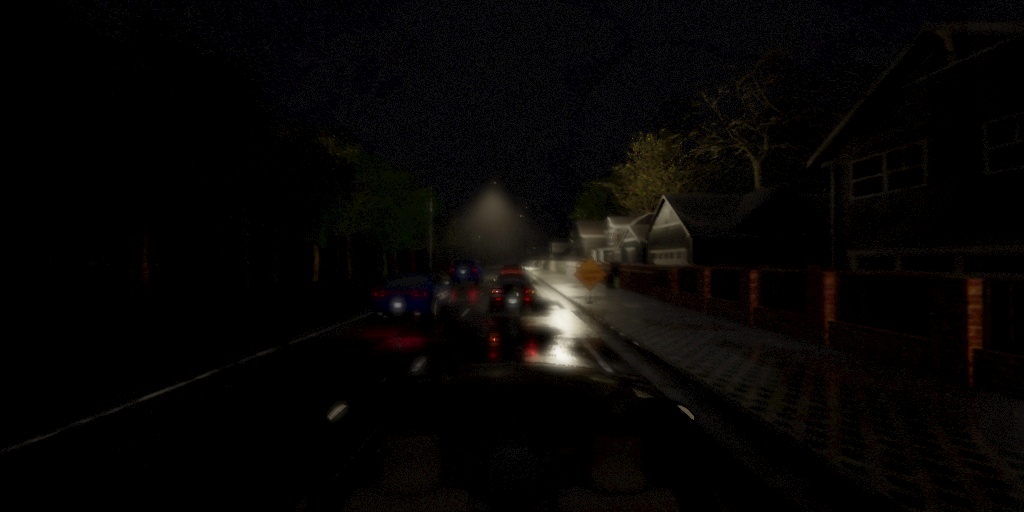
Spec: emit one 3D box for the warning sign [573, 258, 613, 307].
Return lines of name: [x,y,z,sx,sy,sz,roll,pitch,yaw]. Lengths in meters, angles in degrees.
warning sign: [3.049,1.002,13.971,1.300,1.860,1.060,0,0,0]

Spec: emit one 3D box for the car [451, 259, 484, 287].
car: [-3.464,1.265,28.120,2.150,2.045,5.566,0,0,1]

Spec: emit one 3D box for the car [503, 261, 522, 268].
car: [0.046,1.404,29.127,2.097,1.767,4.553,0,-1,0]

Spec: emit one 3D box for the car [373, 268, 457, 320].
car: [-3.465,1.356,13.282,1.882,1.535,5.008,0,-1,0]

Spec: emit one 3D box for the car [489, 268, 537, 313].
car: [0.049,1.421,14.836,1.812,1.442,4.674,0,0,0]
